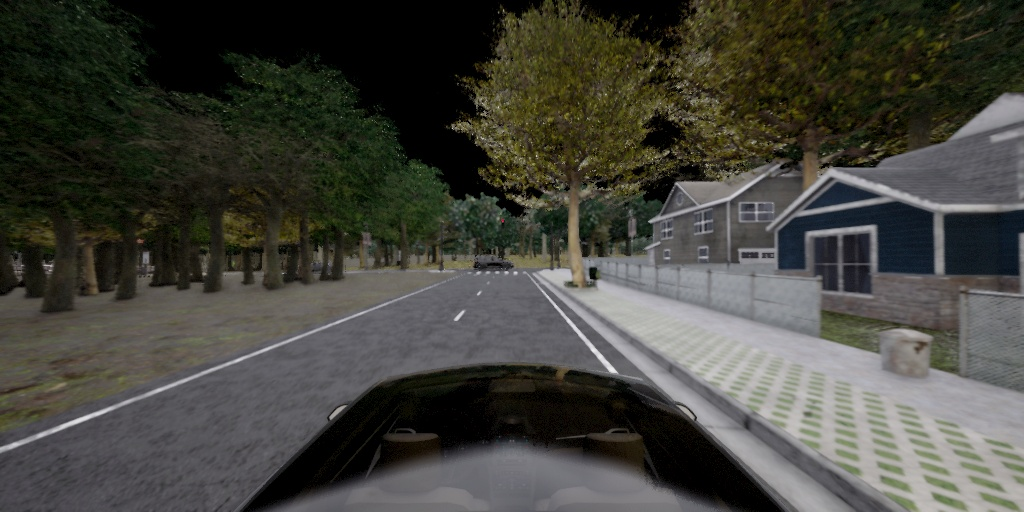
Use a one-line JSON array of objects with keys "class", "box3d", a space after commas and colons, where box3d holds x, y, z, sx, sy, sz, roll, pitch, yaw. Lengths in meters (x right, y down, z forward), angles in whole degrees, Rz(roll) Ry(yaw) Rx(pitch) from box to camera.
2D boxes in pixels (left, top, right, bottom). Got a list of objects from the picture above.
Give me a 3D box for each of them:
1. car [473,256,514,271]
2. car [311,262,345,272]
[{"class": "car", "box3d": [-2.458, 0.997, 48.247, 5.566, 2.045, 2.150, -1, -1, 0]}, {"class": "car", "box3d": [-25.183, 1.533, 48.306, 4.902, 1.511, 2.128, -1, -1, 0]}]
